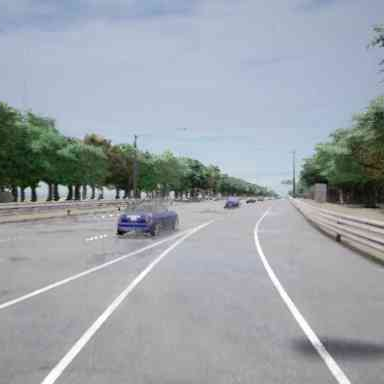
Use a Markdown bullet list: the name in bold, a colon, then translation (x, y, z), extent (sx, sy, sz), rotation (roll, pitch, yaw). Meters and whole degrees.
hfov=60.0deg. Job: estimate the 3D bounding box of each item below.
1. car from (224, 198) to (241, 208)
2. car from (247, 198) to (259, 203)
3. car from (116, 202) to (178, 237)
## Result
- **car**: translation (6.017, 1.614, 48.752), extent (1.812, 1.442, 4.674), rotation (0, 0, 15)
- **car**: translation (13.785, 1.923, 76.886), extent (1.895, 1.301, 4.718), rotation (0, -1, 16)
- **car**: translation (-2.287, 1.352, 18.313), extent (2.097, 1.767, 4.553), rotation (0, 0, 15)
